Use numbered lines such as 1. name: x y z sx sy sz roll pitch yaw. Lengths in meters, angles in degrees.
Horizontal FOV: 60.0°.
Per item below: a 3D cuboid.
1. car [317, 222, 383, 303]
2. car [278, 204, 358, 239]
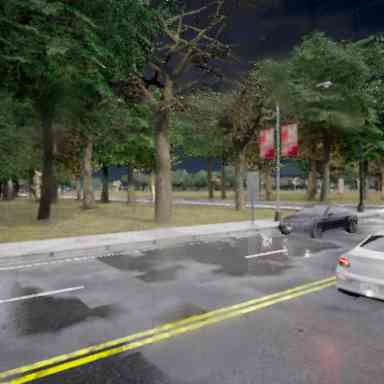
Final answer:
1. car: 4.839 1.400 6.904 4.674 1.442 1.812 -1 1 -36
2. car: 6.171 1.301 15.976 4.674 1.442 1.812 -1 1 -35
